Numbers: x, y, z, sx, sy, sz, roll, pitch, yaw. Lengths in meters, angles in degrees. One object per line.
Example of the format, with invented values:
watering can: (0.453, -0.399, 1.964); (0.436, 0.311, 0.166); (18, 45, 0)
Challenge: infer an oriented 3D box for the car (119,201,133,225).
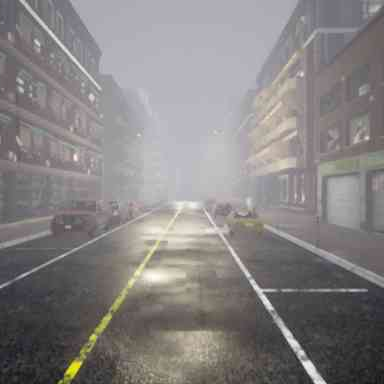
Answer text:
car: (-5.680, 1.388, 23.408); (1.967, 1.590, 4.097); (0, 0, 0)

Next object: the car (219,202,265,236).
car: (2.698, 1.485, 17.935); (1.752, 1.417, 4.829); (0, 0, 0)

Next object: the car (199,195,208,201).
car: (2.723, 1.379, 79.763); (1.947, 1.339, 4.313); (0, 0, 0)

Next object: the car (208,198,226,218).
car: (2.703, 1.479, 29.038); (1.887, 1.381, 4.507); (0, 0, 0)

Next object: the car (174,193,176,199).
car: (-5.656, 1.345, 85.407); (1.887, 1.381, 4.507); (0, 0, 0)

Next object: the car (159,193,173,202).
car: (-5.662, 1.392, 68.498); (2.008, 1.369, 4.403); (0, 0, 0)

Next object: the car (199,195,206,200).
car: (2.727, 1.368, 91.036); (1.802, 1.307, 4.206); (0, 0, 0)

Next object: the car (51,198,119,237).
car: (-5.681, 1.276, 17.772); (2.192, 1.841, 5.009); (0, 0, 0)

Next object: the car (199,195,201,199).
car: (2.721, 1.352, 74.297); (1.752, 1.417, 4.829); (0, 0, 0)

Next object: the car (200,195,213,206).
car: (2.712, 1.433, 51.582); (2.008, 1.369, 4.403); (0, 0, 0)

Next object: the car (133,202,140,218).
car: (-5.678, 1.480, 29.045); (1.887, 1.381, 4.507); (0, 0, 0)
